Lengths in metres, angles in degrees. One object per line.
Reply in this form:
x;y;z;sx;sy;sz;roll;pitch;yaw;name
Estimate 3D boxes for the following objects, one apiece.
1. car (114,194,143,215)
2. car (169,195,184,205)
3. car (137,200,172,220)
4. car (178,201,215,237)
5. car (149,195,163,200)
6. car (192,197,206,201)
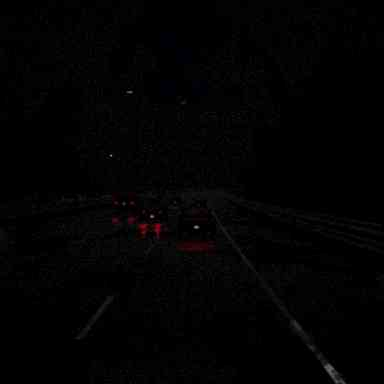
-6.398;1.174;34.281;2.150;2.045;5.566;0;1;2;car
-2.347;1.262;49.867;1.837;1.490;4.892;0;1;2;car
-3.063;1.603;27.986;1.895;1.301;4.718;0;0;1;car
0.249;1.514;18.299;1.882;1.535;5.008;0;0;1;car
-5.736;1.233;52.470;1.812;1.442;4.674;0;1;2;car
0.906;1.382;43.562;1.812;1.442;4.674;0;1;2;car
